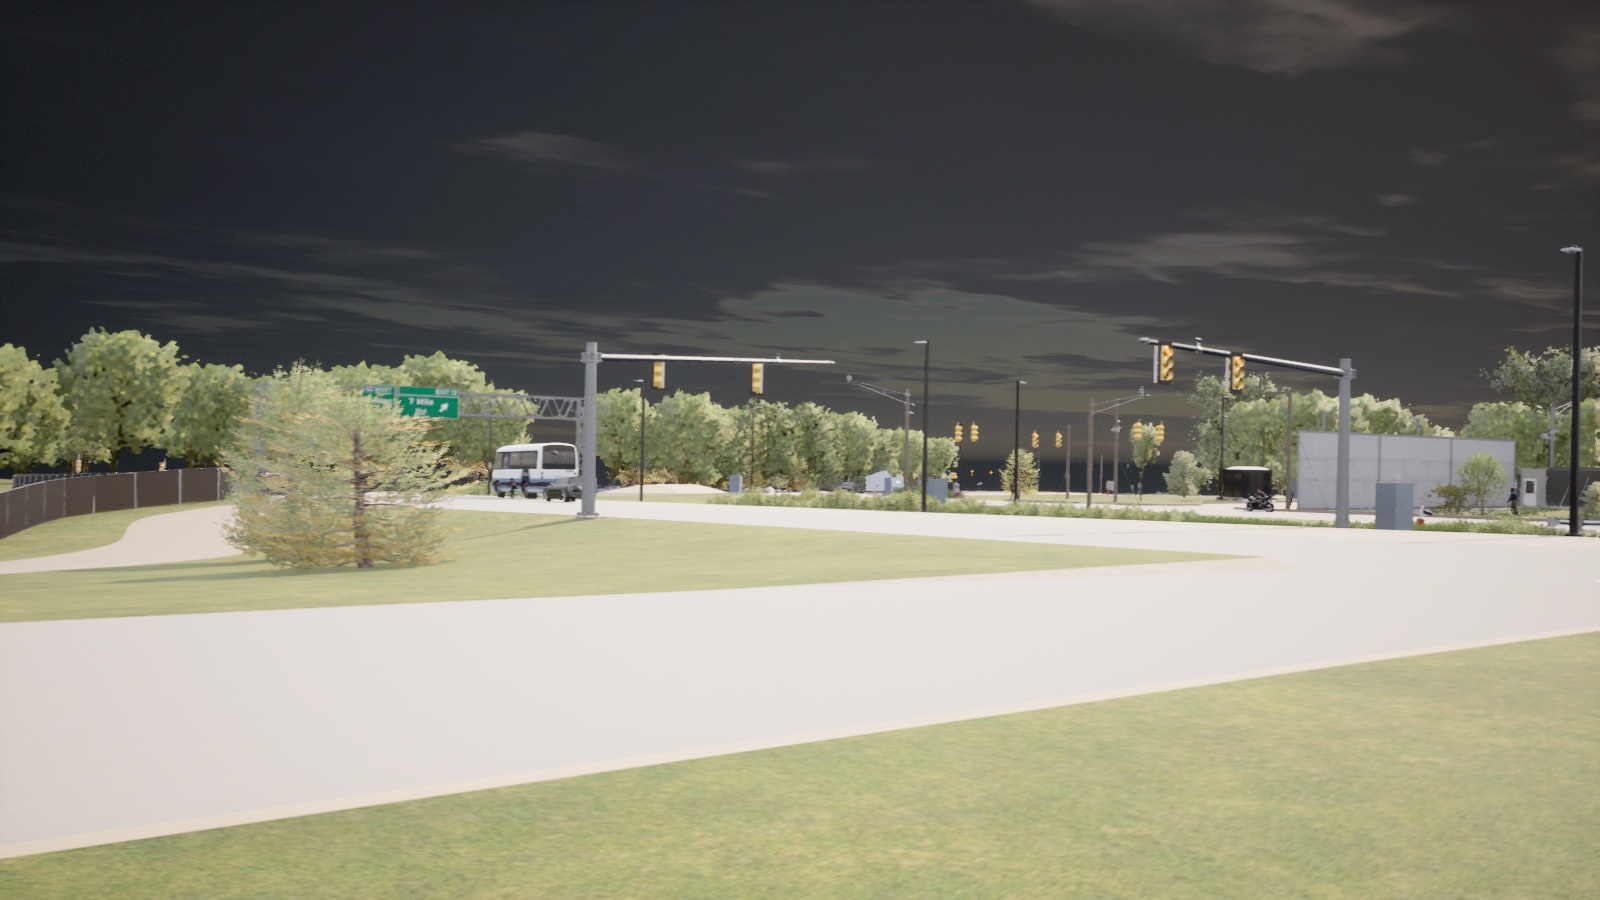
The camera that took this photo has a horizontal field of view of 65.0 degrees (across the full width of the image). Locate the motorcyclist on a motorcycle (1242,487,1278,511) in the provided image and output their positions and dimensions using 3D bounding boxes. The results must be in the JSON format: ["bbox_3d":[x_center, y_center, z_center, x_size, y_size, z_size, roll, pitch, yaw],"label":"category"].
[{"bbox_3d":[30.821,3.295,84.176,0.866,1.530,2.191,1,-1,-34],"label":"motorcyclist on a motorcycle"}]

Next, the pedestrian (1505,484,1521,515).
[{"bbox_3d":[43.382,3.003,76.398,0.370,1.835,0.726,1,0,-35],"label":"pedestrian"}]

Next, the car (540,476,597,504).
[{"bbox_3d":[-15.581,2.665,84.340,2.097,1.767,4.553,1,-2,-34],"label":"car"}]
